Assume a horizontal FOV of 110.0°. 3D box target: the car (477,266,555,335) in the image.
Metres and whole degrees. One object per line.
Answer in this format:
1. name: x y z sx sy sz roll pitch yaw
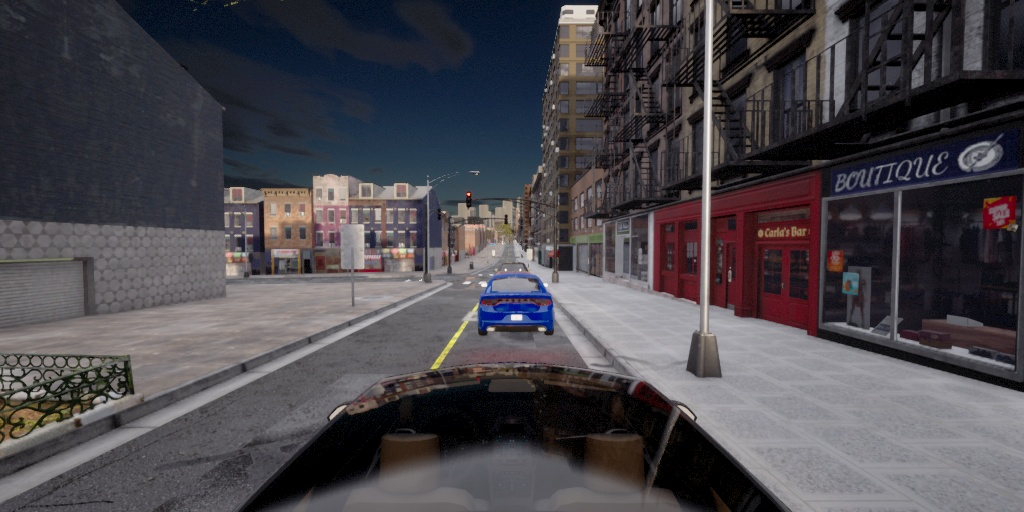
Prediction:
1. car: 0.087 1.229 10.502 1.882 1.535 5.008 0 0 0

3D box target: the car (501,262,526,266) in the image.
1. car: 0.054 1.109 20.495 2.097 1.767 4.553 0 0 0
